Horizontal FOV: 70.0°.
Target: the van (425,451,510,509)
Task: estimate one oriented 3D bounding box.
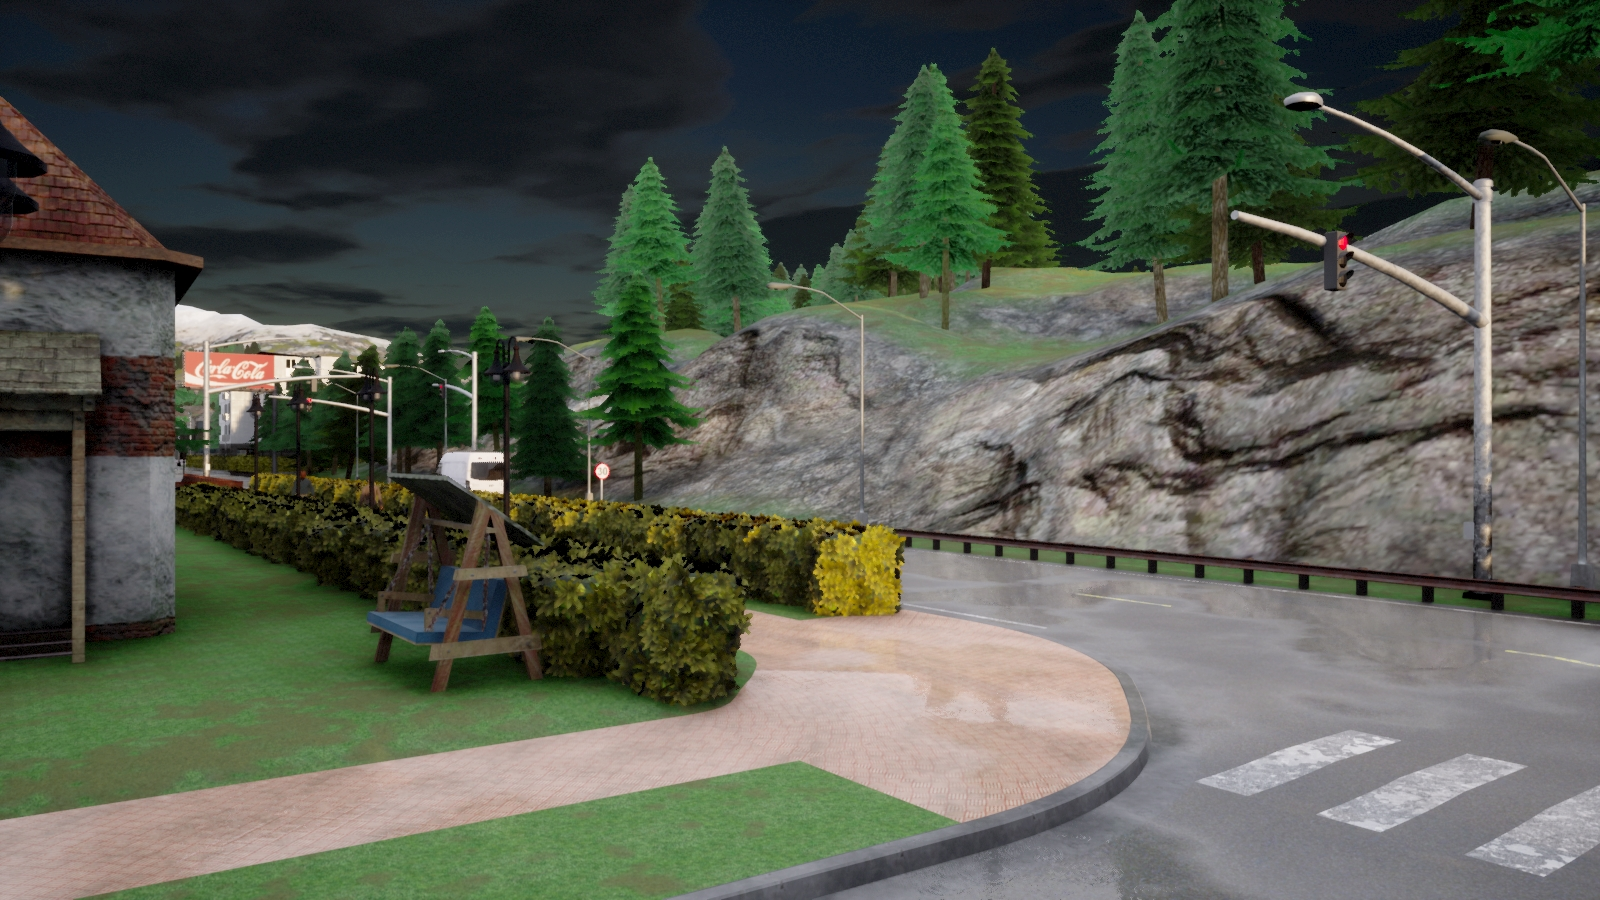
[{"bbox_3d":[-15.565,1.338,53.290,1.988,2.561,5.915,0,0,-35],"label":"van"}]

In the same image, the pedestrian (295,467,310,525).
[{"bbox_3d":[-16.298,1.501,37.398,0.375,1.860,0.375,0,0,-36],"label":"pedestrian"}]

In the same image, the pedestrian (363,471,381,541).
[{"bbox_3d":[-11.486,1.500,30.651,0.375,1.860,0.375,0,0,-36],"label":"pedestrian"}]
